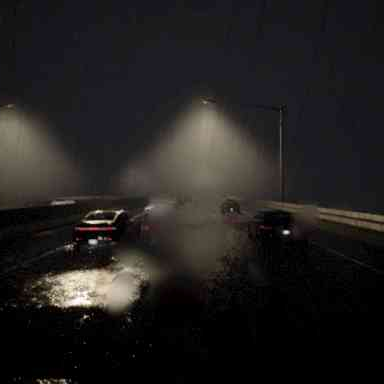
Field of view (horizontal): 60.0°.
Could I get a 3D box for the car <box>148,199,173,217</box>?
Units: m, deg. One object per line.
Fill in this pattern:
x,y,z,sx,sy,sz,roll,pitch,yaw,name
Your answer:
-3.112,1.565,30.500,1.895,1.301,4.718,0,0,1,car

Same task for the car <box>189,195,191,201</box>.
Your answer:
-1.770,1.511,76.682,1.812,1.442,4.674,0,0,3,car

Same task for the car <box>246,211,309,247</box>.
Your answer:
3.679,1.542,14.929,1.994,1.385,4.181,0,0,1,car

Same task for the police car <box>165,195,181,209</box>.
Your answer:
-2.929,1.469,43.798,2.038,1.542,4.974,0,0,1,police car

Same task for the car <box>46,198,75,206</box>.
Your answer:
-17.005,1.482,43.920,1.812,1.442,4.674,0,0,2,car

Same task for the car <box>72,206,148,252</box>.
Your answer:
-3.332,1.469,13.695,2.128,1.511,4.902,0,0,0,car

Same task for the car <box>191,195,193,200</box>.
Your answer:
-1.244,1.496,87.637,2.128,1.511,4.902,0,0,3,car

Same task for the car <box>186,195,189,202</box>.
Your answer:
-2.219,1.430,65.913,1.801,1.575,5.366,0,0,2,car

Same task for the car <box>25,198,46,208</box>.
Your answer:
-20.487,1.519,44.488,1.994,1.385,4.181,0,0,2,car

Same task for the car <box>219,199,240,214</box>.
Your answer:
3.987,1.471,35.435,1.837,1.490,4.892,0,0,1,car

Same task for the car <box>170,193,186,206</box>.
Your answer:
-2.611,1.188,54.792,2.150,2.045,5.566,0,0,2,car

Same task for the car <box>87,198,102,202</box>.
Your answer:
-13.435,1.523,46.436,1.994,1.385,4.181,0,0,2,car
